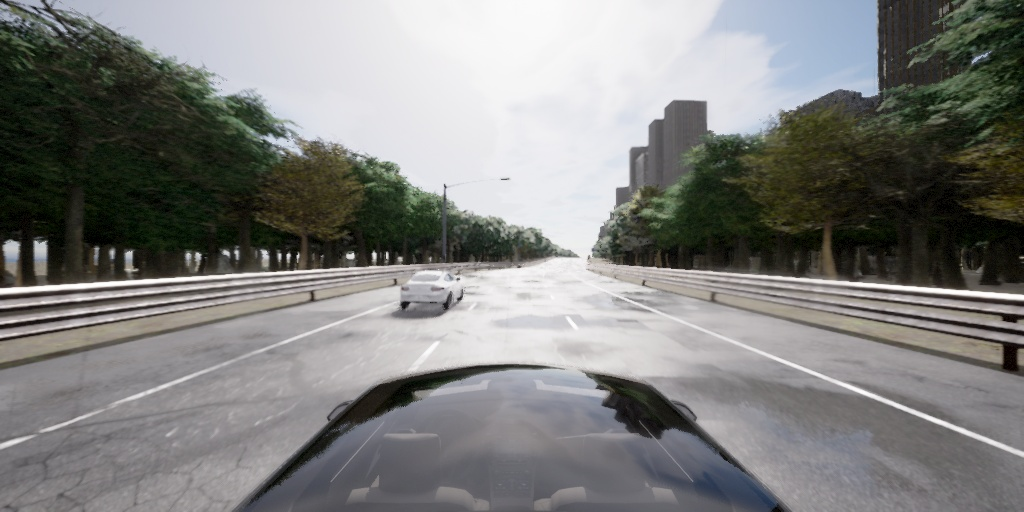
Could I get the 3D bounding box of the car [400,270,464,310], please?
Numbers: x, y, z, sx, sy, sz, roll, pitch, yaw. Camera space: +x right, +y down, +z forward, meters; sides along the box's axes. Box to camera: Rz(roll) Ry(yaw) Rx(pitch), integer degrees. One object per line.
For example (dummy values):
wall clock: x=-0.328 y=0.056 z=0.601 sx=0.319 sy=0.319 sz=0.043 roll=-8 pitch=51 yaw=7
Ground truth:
car: x=-3.194 y=1.305 z=14.850 sx=1.812 sy=1.442 sz=4.674 roll=0 pitch=0 yaw=2
